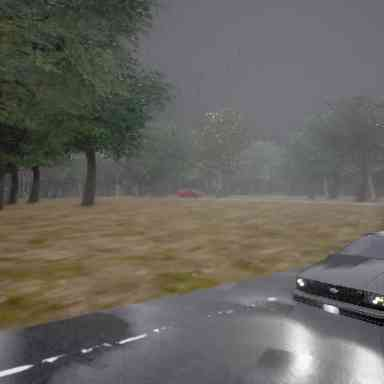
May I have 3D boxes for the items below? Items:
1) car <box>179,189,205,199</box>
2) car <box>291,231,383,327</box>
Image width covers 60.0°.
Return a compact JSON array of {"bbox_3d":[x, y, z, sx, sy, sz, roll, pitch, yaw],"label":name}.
[{"bbox_3d":[-0.102,0.338,65.513,5.566,2.045,2.150,0,0,38],"label":"car"},{"bbox_3d":[4.496,1.597,7.231,5.357,1.411,2.033,0,-1,-37],"label":"car"}]
